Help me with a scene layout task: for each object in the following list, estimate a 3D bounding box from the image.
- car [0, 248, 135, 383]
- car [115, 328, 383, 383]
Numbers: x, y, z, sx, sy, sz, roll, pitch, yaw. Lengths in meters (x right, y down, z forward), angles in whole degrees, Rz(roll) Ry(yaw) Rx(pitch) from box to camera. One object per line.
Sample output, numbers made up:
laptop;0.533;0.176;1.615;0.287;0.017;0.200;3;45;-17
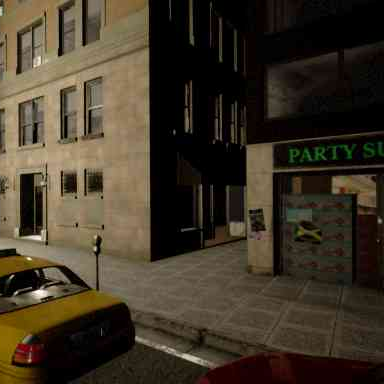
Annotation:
car;-2.987;1.526;4.992;4.829;1.417;1.752;0;-1;36
car;1.767;1.582;1.594;4.206;1.307;1.802;0;-1;36
